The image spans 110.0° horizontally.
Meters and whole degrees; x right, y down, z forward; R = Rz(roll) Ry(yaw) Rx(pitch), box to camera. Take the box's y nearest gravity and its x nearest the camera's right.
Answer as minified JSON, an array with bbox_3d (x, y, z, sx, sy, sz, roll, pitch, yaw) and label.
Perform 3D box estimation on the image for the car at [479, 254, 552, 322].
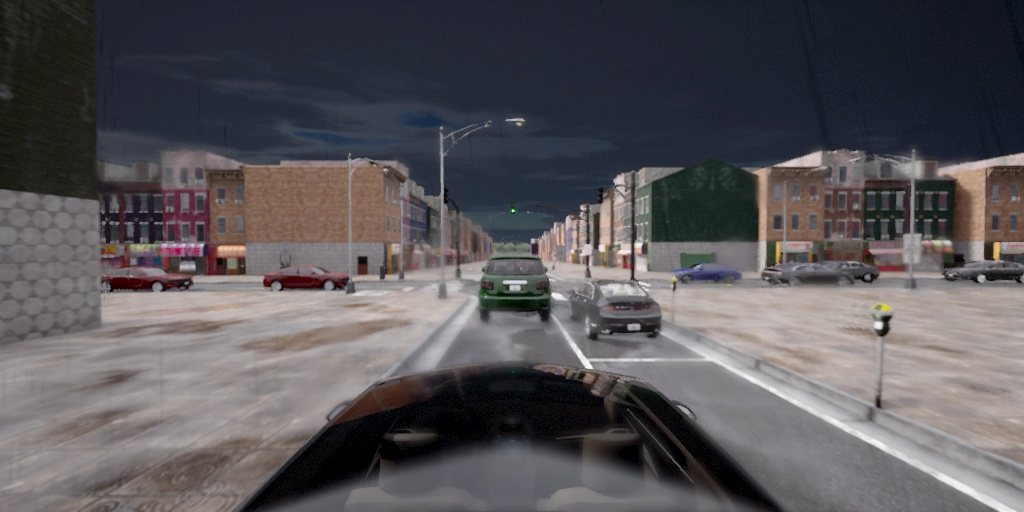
[{"bbox_3d":[0.095,0.968,12.479,2.150,2.045,5.566,0,0,0],"label":"car"}]

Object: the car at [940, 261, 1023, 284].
[{"bbox_3d":[32.760,1.098,24.779,4.892,1.490,1.837,0,1,0],"label":"car"}]

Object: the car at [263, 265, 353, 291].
[{"bbox_3d":[-12.329,1.336,21.861,5.008,1.535,1.882,0,1,-1],"label":"car"}]

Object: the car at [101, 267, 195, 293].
[{"bbox_3d":[-22.319,1.413,21.856,5.008,1.535,1.882,-1,1,0],"label":"car"}]

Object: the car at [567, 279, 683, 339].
[{"bbox_3d":[2.637,1.298,9.901,2.007,1.370,4.403,0,0,0],"label":"car"}]

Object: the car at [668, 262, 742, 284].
[{"bbox_3d":[13.273,1.159,24.816,4.674,1.442,1.812,0,1,1],"label":"car"}]

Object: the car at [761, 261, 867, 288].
[{"bbox_3d":[17.942,1.162,21.824,4.902,1.511,2.128,0,1,0],"label":"car"}]

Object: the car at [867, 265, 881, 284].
[{"bbox_3d":[22.434,1.086,24.792,4.902,1.511,2.128,0,1,0],"label":"car"}]
